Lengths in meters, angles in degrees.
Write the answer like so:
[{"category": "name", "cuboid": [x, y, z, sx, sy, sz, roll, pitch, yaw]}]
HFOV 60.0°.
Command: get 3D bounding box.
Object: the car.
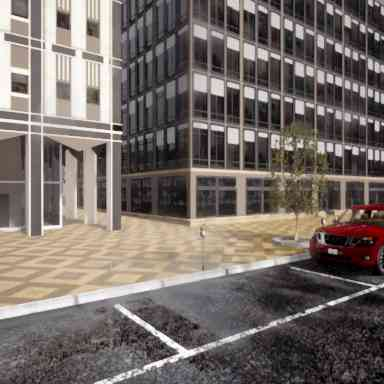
[{"category": "car", "cuboid": [5.885, 1.313, 10.588, 5.009, 1.841, 2.192, 0, 0, -36]}]
